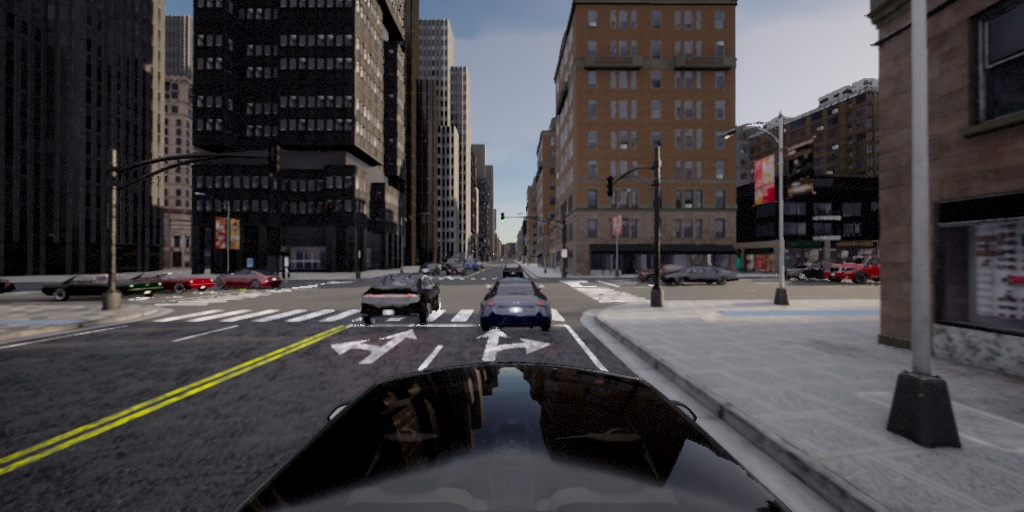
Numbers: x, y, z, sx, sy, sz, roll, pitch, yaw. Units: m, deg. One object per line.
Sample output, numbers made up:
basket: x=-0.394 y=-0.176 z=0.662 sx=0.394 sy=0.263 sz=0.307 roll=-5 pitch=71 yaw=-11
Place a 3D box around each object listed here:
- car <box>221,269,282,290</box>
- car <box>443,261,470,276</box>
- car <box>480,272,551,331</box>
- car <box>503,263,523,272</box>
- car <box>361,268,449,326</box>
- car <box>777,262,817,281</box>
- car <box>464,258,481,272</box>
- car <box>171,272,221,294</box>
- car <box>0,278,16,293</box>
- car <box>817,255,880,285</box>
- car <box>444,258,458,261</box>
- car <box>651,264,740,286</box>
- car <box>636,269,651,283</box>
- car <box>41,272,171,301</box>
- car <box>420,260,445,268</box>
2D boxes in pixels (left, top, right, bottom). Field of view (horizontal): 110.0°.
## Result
car: x=-18.572 y=1.598 z=25.205 sx=4.181 sy=1.385 sz=1.994 roll=0 pitch=0 yaw=5
car: x=-6.575 y=1.631 z=43.093 sx=1.994 sy=1.385 sz=4.181 roll=0 pitch=0 yaw=1
car: x=0.101 y=1.386 z=11.317 sx=1.994 sy=1.385 sz=4.181 roll=0 pitch=0 yaw=0
car: x=0.103 y=1.468 z=35.386 sx=1.882 sy=1.535 sz=5.008 roll=0 pitch=-1 yaw=0
car: x=-3.539 y=1.320 z=12.078 sx=2.128 sy=1.511 sz=4.902 roll=0 pitch=0 yaw=-5
car: x=24.347 y=1.259 z=29.143 sx=4.892 sy=1.490 sz=1.837 roll=0 pitch=0 yaw=-1
car: x=-6.554 y=1.388 z=55.570 sx=2.150 sy=2.045 sz=5.566 roll=0 pitch=0 yaw=0
car: x=-21.323 y=1.640 z=22.200 sx=4.718 sy=1.301 sz=1.895 roll=0 pitch=0 yaw=0
car: x=-33.850 y=1.701 z=22.219 sx=4.181 sy=1.385 sz=1.994 roll=0 pitch=0 yaw=0
car: x=25.885 y=0.945 z=25.914 sx=5.566 sy=2.045 sz=2.150 roll=-1 pitch=0 yaw=-1
car: x=-9.791 y=1.401 z=56.774 sx=2.150 sy=2.045 sz=5.566 roll=0 pitch=-1 yaw=1
car: x=13.274 y=1.354 z=25.776 sx=5.357 sy=1.411 sz=2.033 roll=0 pitch=0 yaw=0
car: x=12.451 y=1.357 z=29.021 sx=4.674 sy=1.442 sz=1.812 roll=0 pitch=0 yaw=0
car: x=-21.417 y=1.622 z=18.936 sx=4.718 sy=1.301 sz=1.895 roll=0 pitch=0 yaw=1
car: x=-9.841 y=1.558 z=43.014 sx=2.128 sy=1.511 sz=4.902 roll=0 pitch=0 yaw=-1
